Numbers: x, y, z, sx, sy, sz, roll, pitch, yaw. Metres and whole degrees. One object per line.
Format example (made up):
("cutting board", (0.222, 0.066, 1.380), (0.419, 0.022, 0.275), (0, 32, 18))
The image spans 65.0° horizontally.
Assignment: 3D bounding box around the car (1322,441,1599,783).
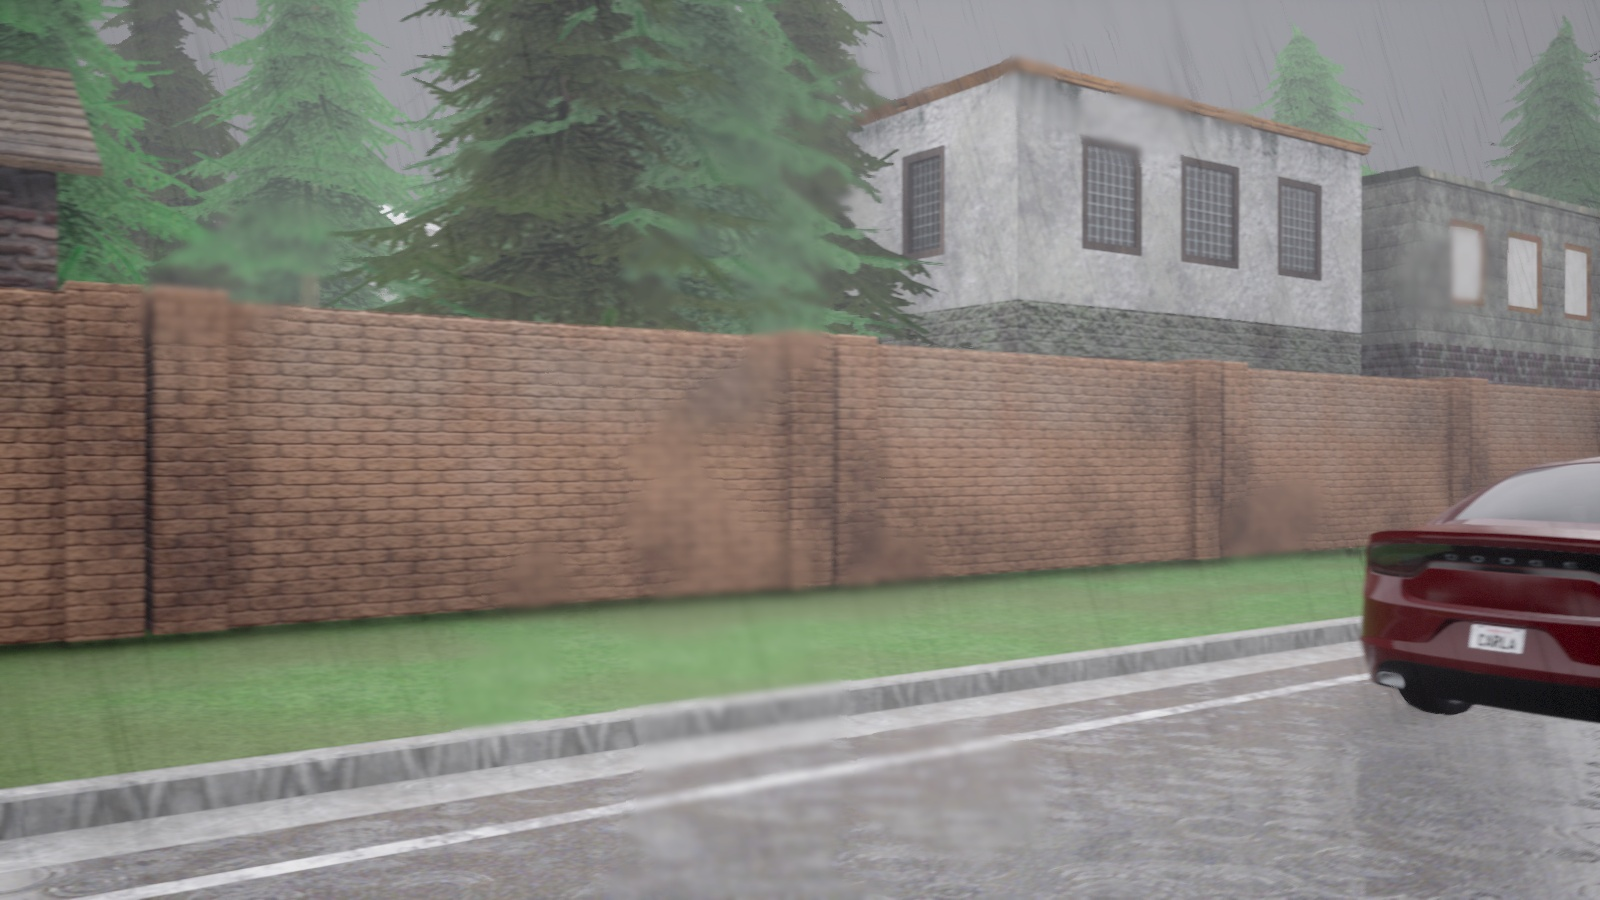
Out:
("car", (5.407, 0.729, 7.412), (5.008, 1.535, 1.882), (0, 0, -35))
